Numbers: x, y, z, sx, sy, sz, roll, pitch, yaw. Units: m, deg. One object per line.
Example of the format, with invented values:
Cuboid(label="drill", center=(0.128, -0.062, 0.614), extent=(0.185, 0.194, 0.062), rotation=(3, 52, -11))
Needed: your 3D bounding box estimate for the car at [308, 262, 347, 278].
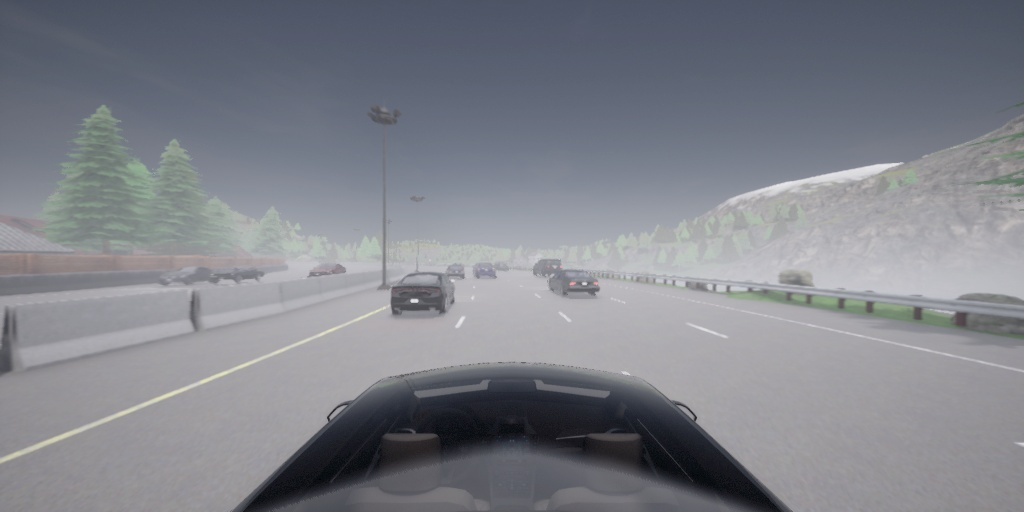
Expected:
Cuboid(label="car", center=(-15.786, 1.296, 30.931), extent=(1.882, 1.535, 5.008), rotation=(0, -1, -9))

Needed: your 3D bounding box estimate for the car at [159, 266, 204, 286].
Cuboid(label="car", center=(-26.150, 1.558, 29.251), extent=(1.812, 1.442, 4.674), rotation=(0, -1, -9))

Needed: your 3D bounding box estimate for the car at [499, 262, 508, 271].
Cuboid(label="car", center=(-2.099, 1.881, 62.874), extent=(2.128, 1.511, 4.902), rotation=(0, -1, -19))

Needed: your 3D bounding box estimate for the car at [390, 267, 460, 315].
Cuboid(label="car", center=(-3.410, 1.370, 14.476), extent=(1.882, 1.535, 5.008), rotation=(0, 0, -3))

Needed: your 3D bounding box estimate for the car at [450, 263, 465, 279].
Cuboid(label="car", center=(-6.217, 1.703, 39.013), extent=(2.033, 1.411, 5.357), rotation=(0, -1, -13))

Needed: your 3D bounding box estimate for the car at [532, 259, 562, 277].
Cuboid(label="car", center=(3.989, 1.362, 40.766), extent=(2.150, 2.045, 5.566), rotation=(0, -1, -13))

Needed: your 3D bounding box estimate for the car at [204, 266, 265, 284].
Cuboid(label="car", center=(-22.691, 1.511, 29.781), extent=(1.895, 1.301, 4.718), rotation=(0, -1, -9))

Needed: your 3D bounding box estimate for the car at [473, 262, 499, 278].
Cuboid(label="car", center=(-3.115, 1.508, 39.769), extent=(2.097, 1.767, 4.553), rotation=(0, 0, -11))

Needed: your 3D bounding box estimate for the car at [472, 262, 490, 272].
Cuboid(label="car", center=(-5.387, 1.865, 61.622), extent=(1.882, 1.535, 5.008), rotation=(0, -1, -19))

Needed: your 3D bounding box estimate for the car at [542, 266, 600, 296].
Cuboid(label="car", center=(3.434, 1.485, 20.829), extent=(2.033, 1.411, 5.357), rotation=(0, -1, -6))
